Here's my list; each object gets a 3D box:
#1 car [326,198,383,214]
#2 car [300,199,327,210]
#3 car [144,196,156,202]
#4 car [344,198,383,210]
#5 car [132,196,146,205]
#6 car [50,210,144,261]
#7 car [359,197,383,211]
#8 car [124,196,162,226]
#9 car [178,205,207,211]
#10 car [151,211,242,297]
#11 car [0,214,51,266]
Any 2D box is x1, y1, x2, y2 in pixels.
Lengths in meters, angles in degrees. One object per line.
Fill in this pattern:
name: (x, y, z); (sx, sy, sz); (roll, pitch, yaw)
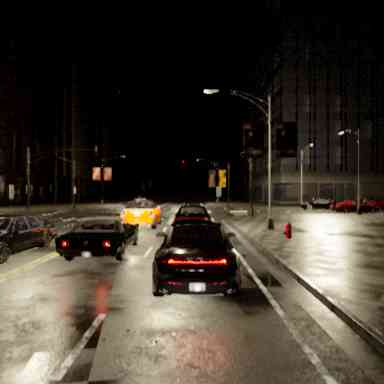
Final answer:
car: (15.362, 1.431, 31.335); (4.206, 1.307, 1.802); (0, 0, -1)
car: (15.244, 1.477, 39.859); (4.313, 1.339, 1.947); (0, 0, -1)
car: (-9.637, 1.602, 76.700); (2.033, 1.411, 5.357); (0, 0, 0)
car: (20.884, 1.457, 39.938); (4.313, 1.339, 1.947); (0, 0, -1)
car: (-9.709, 1.537, 61.420); (1.812, 1.442, 4.674); (0, 0, 1)
car: (-3.131, 1.559, 12.070); (1.895, 1.301, 4.718); (0, 0, 0)
car: (21.659, 1.347, 37.193); (5.008, 1.535, 1.882); (0, 0, -1)
car: (-3.118, 1.298, 21.063); (2.097, 1.767, 4.553); (0, 0, 0)
car: (0.026, 1.426, 17.952); (1.882, 1.535, 5.008); (0, 0, 0)
car: (0.110, 1.472, 8.461); (1.837, 1.490, 4.892); (0, 0, 0)
car: (-6.573, 1.506, 11.685); (2.033, 1.411, 5.357); (0, 0, 0)
